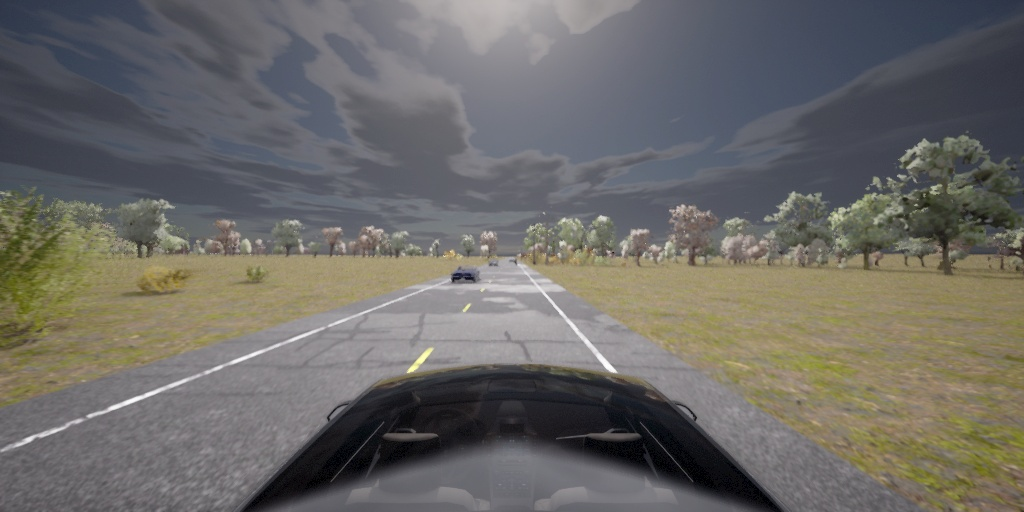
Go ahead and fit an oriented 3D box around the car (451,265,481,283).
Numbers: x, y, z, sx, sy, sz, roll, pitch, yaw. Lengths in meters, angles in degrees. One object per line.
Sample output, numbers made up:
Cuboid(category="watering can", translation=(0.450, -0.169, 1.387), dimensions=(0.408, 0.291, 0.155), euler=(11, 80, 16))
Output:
Cuboid(category="car", translation=(-3.612, 1.390, 28.434), dimensions=(1.895, 1.301, 4.718), euler=(0, 0, 0))
